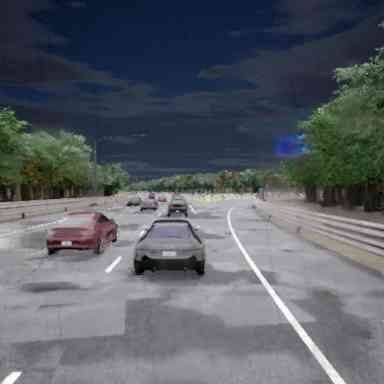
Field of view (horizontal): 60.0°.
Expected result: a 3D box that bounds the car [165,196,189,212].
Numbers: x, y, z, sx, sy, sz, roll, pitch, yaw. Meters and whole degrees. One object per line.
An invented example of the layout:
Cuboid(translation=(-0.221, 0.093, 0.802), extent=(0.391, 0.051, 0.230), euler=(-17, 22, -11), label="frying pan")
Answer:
Cuboid(translation=(-1.360, 1.461, 32.031), extent=(1.837, 1.490, 4.892), euler=(0, 0, -2), label="car")

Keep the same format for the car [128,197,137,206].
Cuboid(translation=(-8.979, 1.475, 52.973), extent=(1.994, 1.385, 4.181), euler=(0, 0, -2), label="car")

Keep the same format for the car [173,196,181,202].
Cuboid(translation=(-3.599, 1.590, 79.692), extent=(1.895, 1.301, 4.718), euler=(0, 0, -5), label="car")

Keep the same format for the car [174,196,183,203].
Cuboid(translation=(-2.806, 1.489, 67.611), extent=(1.812, 1.442, 4.674), euler=(0, 0, -3), label="car")

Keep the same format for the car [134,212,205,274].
Cuboid(translation=(-0.653, 1.559, 10.566), extent=(1.994, 1.385, 4.181), euler=(0, 0, -2), label="car")

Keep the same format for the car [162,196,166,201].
Cuboid(translation=(-6.839, 1.524, 75.942), extent=(1.994, 1.385, 4.181), euler=(0, 0, -4), label="car")

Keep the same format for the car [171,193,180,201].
Cuboid(translation=(-4.470, 1.254, 90.566), extent=(2.150, 2.045, 5.566), euler=(0, 0, -5), label="car")

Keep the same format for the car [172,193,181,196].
Cuboid(translation=(-1.952, 1.292, 49.812), extent=(2.097, 1.767, 4.553), euler=(0, 0, -2), label="car")

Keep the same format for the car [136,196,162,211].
Cuboid(translation=(-5.003, 1.477, 39.600), extent=(2.033, 1.411, 5.357), euler=(0, 0, -2), label="car")

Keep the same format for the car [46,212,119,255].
Cuboid(translation=(-4.146, 1.499, 13.084), extent=(1.812, 1.442, 4.674), euler=(0, 0, -2), label="car")
